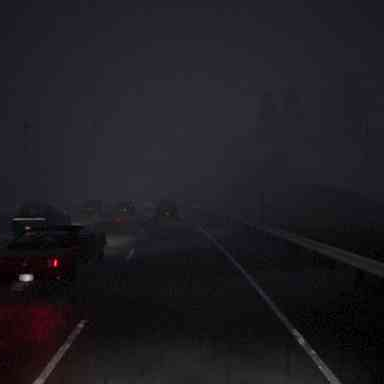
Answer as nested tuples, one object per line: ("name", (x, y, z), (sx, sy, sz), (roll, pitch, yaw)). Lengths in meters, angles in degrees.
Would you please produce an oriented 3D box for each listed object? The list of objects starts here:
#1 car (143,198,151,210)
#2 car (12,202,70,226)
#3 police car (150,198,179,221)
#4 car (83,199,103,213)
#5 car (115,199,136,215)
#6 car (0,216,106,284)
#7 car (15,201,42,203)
("car", (-5.155, 1.543, 42.908), (1.812, 1.442, 4.674), (0, 0, -13))
("car", (-8.023, 1.507, 18.088), (2.128, 1.511, 4.902), (0, 0, -6))
("police car", (-2.226, 1.435, 27.833), (1.930, 1.638, 5.238), (0, 0, -8))
("car", (-11.018, 1.516, 37.105), (2.128, 1.511, 4.902), (0, 0, -11))
("car", (-6.887, 1.510, 34.300), (2.128, 1.511, 4.902), (0, 0, -11))
("car", (-3.795, 1.609, 9.596), (1.895, 1.301, 4.718), (0, 0, -3))
("car", (-12.808, 1.530, 27.582), (1.837, 1.490, 4.892), (0, 0, -9))
